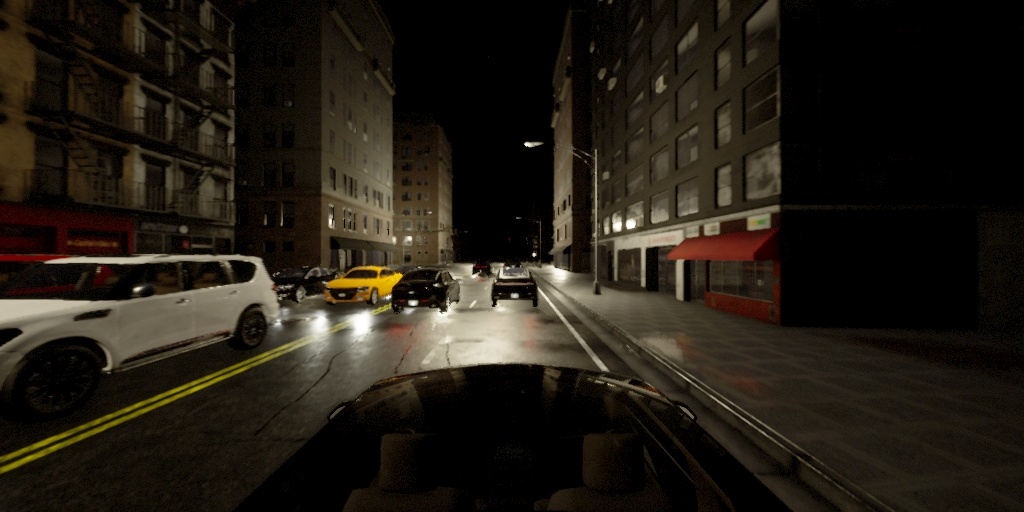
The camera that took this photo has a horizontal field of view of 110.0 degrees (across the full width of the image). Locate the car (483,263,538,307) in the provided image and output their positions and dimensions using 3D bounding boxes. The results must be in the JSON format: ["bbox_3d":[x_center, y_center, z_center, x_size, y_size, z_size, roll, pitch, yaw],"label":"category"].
[{"bbox_3d":[0.104,1.245,15.631,2.128,1.511,4.902,0,0,0],"label":"car"}]

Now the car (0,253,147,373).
[{"bbox_3d":[-9.837,0.975,5.825,2.150,2.045,5.566,0,0,0],"label":"car"}]

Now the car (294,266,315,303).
[{"bbox_3d":[-9.744,1.245,16.567,2.128,1.511,4.902,0,0,0],"label":"car"}]

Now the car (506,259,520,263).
[{"bbox_3d":[0.113,1.111,37.456,2.097,1.767,4.553,0,0,0],"label":"car"}]

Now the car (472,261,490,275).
[{"bbox_3d":[-3.137,1.263,38.323,1.837,1.490,4.892,0,0,0],"label":"car"}]

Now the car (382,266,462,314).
[{"bbox_3d":[-3.145,1.256,13.840,1.837,1.490,4.892,0,0,0],"label":"car"}]

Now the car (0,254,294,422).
[{"bbox_3d":[-6.589,0.974,6.167,2.150,2.045,5.566,0,0,0],"label":"car"}]

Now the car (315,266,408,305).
[{"bbox_3d":[-6.499,1.231,16.218,1.882,1.535,5.008,0,0,0],"label":"car"}]
